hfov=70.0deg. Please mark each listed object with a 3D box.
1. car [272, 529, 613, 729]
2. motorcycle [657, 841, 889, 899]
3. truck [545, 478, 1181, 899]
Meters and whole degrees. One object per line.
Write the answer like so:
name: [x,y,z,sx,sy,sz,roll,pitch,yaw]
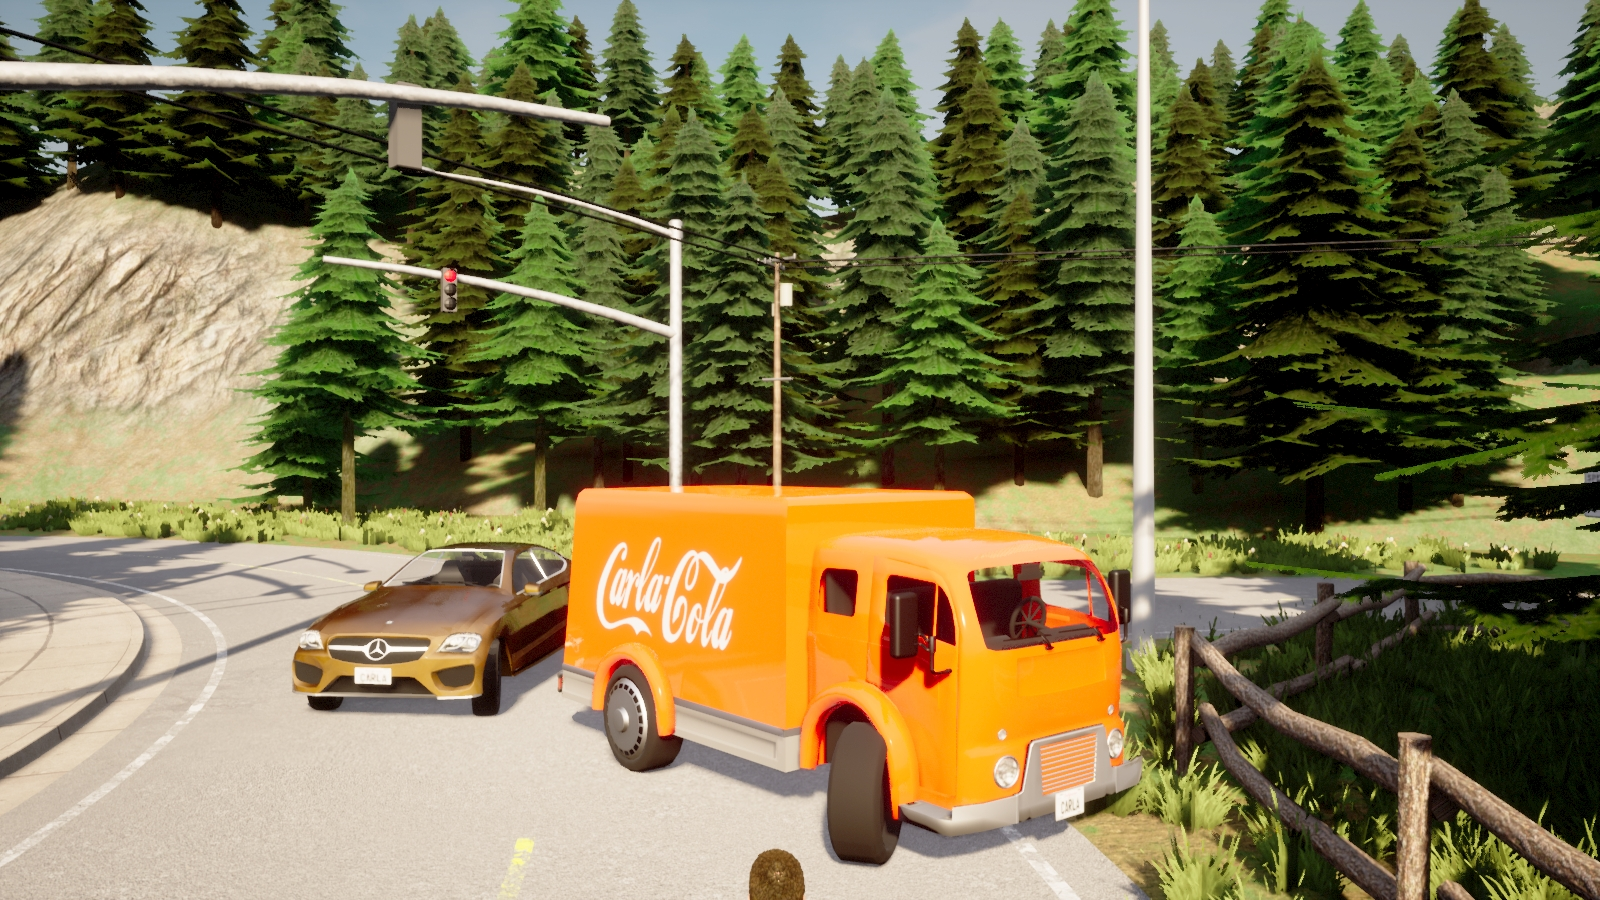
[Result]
car: [-4.038,1.970,14.038,2.152,1.651,5.027,0,0,6]
motorcycle: [-0.074,2.159,3.526,0.803,1.199,2.033,0,0,-2]
truck: [0.202,1.542,9.769,2.627,2.467,5.204,0,0,-39]
